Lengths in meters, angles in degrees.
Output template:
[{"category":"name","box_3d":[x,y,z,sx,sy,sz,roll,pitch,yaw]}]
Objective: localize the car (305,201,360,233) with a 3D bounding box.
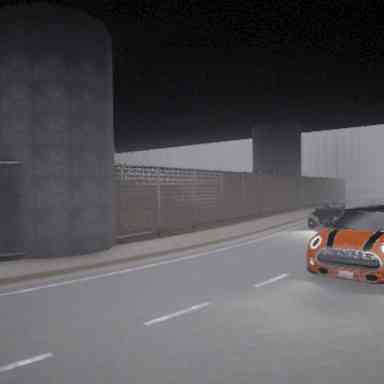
[{"category":"car","box_3d":[7.853,1.249,18.379,1.994,1.385,4.181,-1,1,34]}]

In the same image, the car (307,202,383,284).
[{"category":"car","box_3d":[4.859,1.178,9.010,2.097,1.767,4.553,-1,1,41]}]
